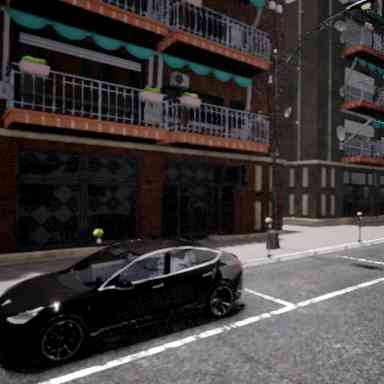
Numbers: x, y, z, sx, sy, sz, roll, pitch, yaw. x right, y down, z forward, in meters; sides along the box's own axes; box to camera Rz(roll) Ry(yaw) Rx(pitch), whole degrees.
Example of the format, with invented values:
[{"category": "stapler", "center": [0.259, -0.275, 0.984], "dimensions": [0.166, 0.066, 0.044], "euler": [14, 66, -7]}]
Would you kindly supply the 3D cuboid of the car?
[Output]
[{"category": "car", "center": [-0.980, 1.569, 5.848], "dimensions": [4.313, 1.339, 1.947], "euler": [0, 1, -35]}]
